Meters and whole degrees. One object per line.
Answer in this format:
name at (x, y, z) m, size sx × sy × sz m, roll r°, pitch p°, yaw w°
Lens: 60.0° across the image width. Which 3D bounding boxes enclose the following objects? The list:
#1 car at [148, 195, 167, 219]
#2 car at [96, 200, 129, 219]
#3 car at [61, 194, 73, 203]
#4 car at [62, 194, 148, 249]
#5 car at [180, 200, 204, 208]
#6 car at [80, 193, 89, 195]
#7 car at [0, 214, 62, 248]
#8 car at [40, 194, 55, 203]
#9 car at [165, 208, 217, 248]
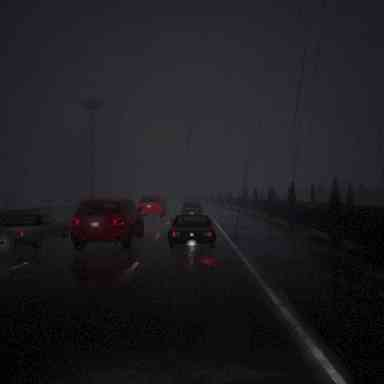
car at (-3.500, 1.258, 29.680) m, size 2.150 × 2.045 × 5.566 m, roll 0°, pitch 0°, yaw 0°
car at (-7.000, 1.533, 29.650) m, size 1.812 × 1.442 × 4.674 m, roll 0°, pitch 0°, yaw 0°
car at (-25.233, 1.510, 67.023) m, size 1.994 × 1.385 × 4.181 m, roll 0°, pitch 0°, yaw -22°
car at (-3.500, 1.258, 14.680) m, size 2.150 × 2.045 × 5.566 m, roll 0°, pitch 0°, yaw 0°
car at (0.000, 1.516, 29.650) m, size 1.837 × 1.490 × 4.892 m, roll 0°, pitch 0°, yaw 0°
car at (-22.072, 1.223, 68.548) m, size 2.150 × 2.045 × 5.566 m, roll 0°, pitch 0°, yaw -22°
car at (-7.000, 1.616, 14.680) m, size 1.895 × 1.301 × 4.718 m, roll 0°, pitch 0°, yaw 0°
car at (-28.376, 1.491, 65.481) m, size 1.812 × 1.442 × 4.674 m, roll 0°, pitch 0°, yaw -22°
car at (0.000, 1.616, 14.680) m, size 1.895 × 1.301 × 4.718 m, roll 0°, pitch 0°, yaw 0°
